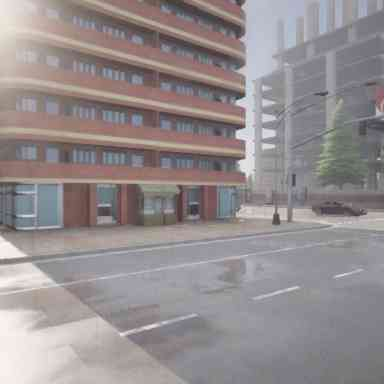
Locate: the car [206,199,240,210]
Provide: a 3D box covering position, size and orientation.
[{"bbox_3d":[3.980,1.601,43.502,1.895,1.301,4.718,0,0,-36],"label":"car"}]

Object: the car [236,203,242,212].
[{"bbox_3d":[3.707,1.563,37.951,1.994,1.385,4.181,0,0,-36],"label":"car"}]

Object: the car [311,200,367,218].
[{"bbox_3d":[13.428,1.504,30.599,1.837,1.490,4.892,0,0,-36],"label":"car"}]
